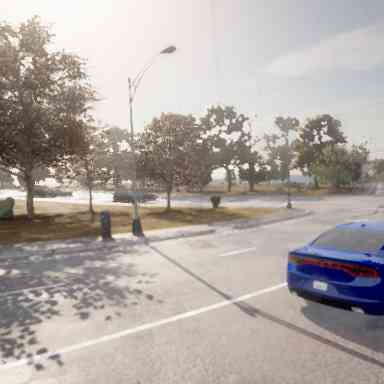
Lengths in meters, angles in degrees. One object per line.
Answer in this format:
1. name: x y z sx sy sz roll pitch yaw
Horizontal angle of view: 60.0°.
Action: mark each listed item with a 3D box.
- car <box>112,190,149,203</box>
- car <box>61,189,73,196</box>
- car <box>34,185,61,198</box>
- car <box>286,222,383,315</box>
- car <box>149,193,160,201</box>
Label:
1. car: -8.550 0.496 44.581 4.553 1.767 2.097 1 4 33
2. car: -22.969 0.077 58.226 4.718 1.301 1.895 2 4 33
3. car: -24.868 -0.064 55.271 5.566 2.045 2.150 2 4 33
4. car: 4.090 1.379 7.193 5.008 1.535 1.882 -2 1 -39
5. car: -6.947 0.553 47.721 4.718 1.301 1.895 1 4 33
